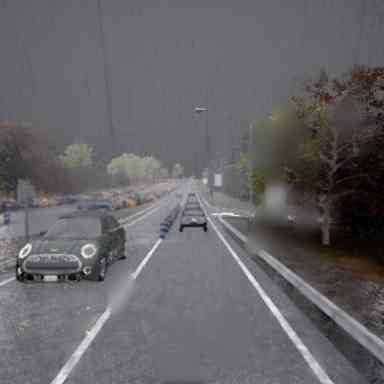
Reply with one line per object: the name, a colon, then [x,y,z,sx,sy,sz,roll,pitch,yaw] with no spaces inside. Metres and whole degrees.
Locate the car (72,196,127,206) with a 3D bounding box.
car: [-10.055,1.432,36.463,4.792,1.488,2.163,0,-1,0]

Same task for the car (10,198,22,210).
car: [-23.145,1.462,39.164,4.674,1.452,2.002,0,-1,0]

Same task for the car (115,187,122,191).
car: [-22.687,0.279,89.451,5.566,2.045,2.435,0,2,0]

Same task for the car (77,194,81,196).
car: [-22.971,1.419,58.685,5.008,1.535,2.097,0,1,0]

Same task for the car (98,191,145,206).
car: [-10.019,1.234,47.606,5.566,2.045,2.435,0,0,0]

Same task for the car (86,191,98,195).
car: [-22.697,1.206,69.834,5.366,1.575,1.946,0,1,0]

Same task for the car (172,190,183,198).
car: [-3.293,0.805,82.773,2.033,1.411,5.357,0,2,0]

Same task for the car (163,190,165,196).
car: [-9.677,0.894,81.045,4.792,1.488,2.163,0,2,0]

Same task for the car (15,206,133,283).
car: [-3.348,1.479,10.132,2.097,1.767,4.553,0,-1,0]

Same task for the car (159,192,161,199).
car: [-9.780,1.177,72.684,4.674,1.452,2.002,0,2,0]

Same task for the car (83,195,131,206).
car: [-10.090,1.459,39.247,4.792,1.488,2.163,0,-1,0]

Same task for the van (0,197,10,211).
van: [-23.038,1.172,36.492,4.442,1.987,1.878,1,0,0]

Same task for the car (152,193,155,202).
car: [-9.843,1.412,61.543,4.792,1.488,2.163,0,1,0]

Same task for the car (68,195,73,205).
car: [-22.995,1.449,55.895,5.008,1.535,2.097,0,0,0]

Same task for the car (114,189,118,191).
car: [-22.925,0.639,86.681,5.366,1.575,1.946,0,2,0]

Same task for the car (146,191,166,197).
car: [-9.631,0.535,89.389,5.008,1.535,2.097,0,2,0]

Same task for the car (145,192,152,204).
car: [-9.865,1.297,58.754,4.553,1.767,2.185,0,1,0]

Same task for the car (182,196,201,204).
car: [0.077,1.655,41.528,2.128,1.511,4.902,0,1,0]

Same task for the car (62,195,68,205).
car: [-22.995,1.501,53.104,4.792,1.488,2.163,0,0,0]

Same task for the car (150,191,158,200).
car: [-9.856,1.152,67.115,4.553,1.767,2.185,0,1,0]

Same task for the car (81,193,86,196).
car: [-22.946,1.378,61.603,4.892,1.521,2.231,0,1,0]

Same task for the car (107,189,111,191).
car: [-22.819,0.739,80.986,4.553,1.767,2.185,0,2,0]

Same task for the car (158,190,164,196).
car: [-9.725,0.963,78.259,5.008,1.535,2.097,0,2,0]

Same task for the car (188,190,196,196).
car: [-0.038,0.582,86.883,1.882,1.535,5.008,0,2,0]

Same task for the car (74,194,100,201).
car: [-22.864,1.135,72.624,5.008,1.535,2.097,0,2,0]

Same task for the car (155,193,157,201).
car: [-9.878,1.363,64.331,4.792,1.488,2.163,0,1,0]

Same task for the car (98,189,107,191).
car: [-22.863,0.802,75.404,5.566,2.045,2.435,0,2,0]

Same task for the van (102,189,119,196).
van: [-22.575,0.193,92.235,4.442,1.987,1.878,0,2,0]

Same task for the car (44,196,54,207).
car: [-23.256,1.476,47.655,5.366,1.575,1.946,0,0,0]

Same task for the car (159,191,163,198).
car: [-9.748,1.054,75.471,5.008,1.535,2.097,0,2,0]

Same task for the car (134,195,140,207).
car: [-10.009,1.476,44.812,5.008,1.535,2.097,0,0,0]

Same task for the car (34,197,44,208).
car: [-23.123,1.499,44.861,4.792,1.488,2.163,0,0,1]

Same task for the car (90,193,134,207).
car: [-10.069,1.331,42.034,4.553,1.767,2.185,0,0,0]

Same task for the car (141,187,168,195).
car: [-9.688,0.395,86.599,5.566,2.045,2.435,0,2,0]

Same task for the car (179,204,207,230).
car: [0.089,1.835,23.215,2.033,1.411,5.357,0,-1,0]

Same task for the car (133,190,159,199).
car: [-9.833,1.086,69.894,4.553,1.767,2.185,0,2,0]

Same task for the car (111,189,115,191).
car: [-22.759,0.758,83.773,5.008,1.535,2.097,0,2,0]

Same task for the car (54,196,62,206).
car: [-23.232,1.477,50.450,5.366,1.575,1.946,0,0,0]

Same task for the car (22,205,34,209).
car: [-23.121,1.489,41.949,4.674,1.452,2.002,0,-1,0]
